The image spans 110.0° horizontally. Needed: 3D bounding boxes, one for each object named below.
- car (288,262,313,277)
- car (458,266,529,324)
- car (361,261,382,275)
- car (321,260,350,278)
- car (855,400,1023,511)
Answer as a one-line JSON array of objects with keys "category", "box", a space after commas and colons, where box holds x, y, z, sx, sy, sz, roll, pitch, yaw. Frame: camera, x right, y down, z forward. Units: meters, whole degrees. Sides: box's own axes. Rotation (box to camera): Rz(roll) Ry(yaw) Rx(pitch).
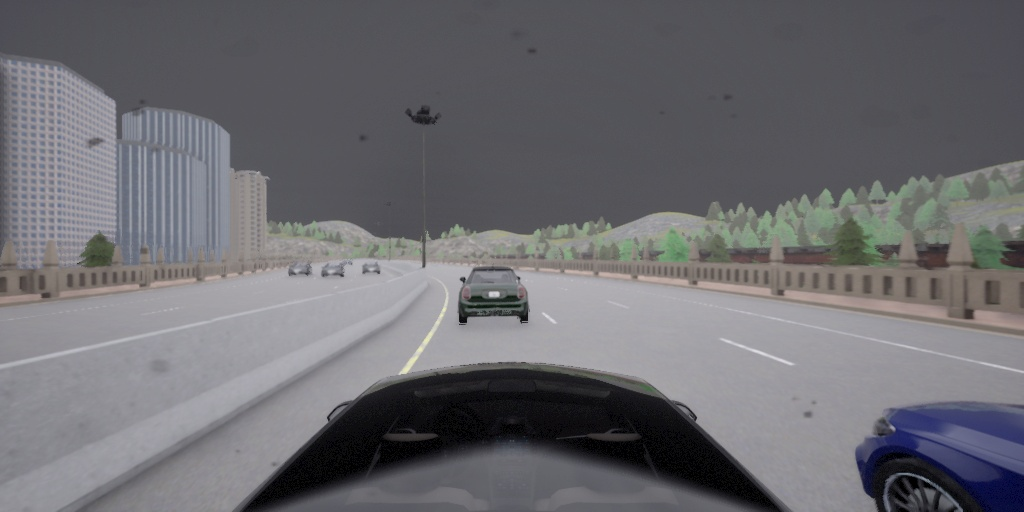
[{"category": "car", "box": [-22.525, 1.382, 38.309, 2.128, 1.511, 4.902, 0, 0, -23]}, {"category": "car", "box": [-0.717, 1.118, 12.326, 2.097, 1.767, 4.553, 0, 0, -6]}, {"category": "car", "box": [-16.090, 1.357, 41.066, 2.128, 1.511, 4.902, 0, 0, -23]}, {"category": "car", "box": [-17.508, 1.358, 35.284, 2.128, 1.511, 4.902, 0, 0, -22]}, {"category": "car", "box": [3.453, 1.260, 0.669, 1.812, 1.442, 4.674, 0, 0, 0]}]
